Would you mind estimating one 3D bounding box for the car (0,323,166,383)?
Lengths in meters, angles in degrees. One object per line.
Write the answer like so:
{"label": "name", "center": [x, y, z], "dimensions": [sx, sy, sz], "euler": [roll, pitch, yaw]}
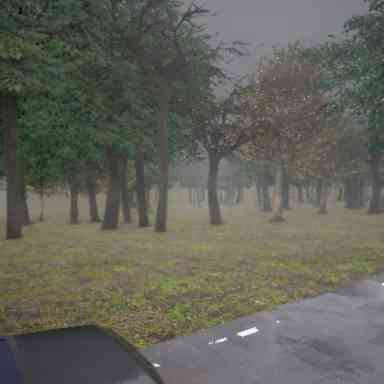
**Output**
{"label": "car", "center": [-2.536, 1.559, 1.272], "dimensions": [5.357, 1.411, 2.033], "euler": [-1, 0, -35]}
